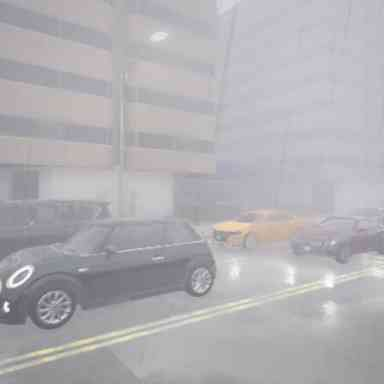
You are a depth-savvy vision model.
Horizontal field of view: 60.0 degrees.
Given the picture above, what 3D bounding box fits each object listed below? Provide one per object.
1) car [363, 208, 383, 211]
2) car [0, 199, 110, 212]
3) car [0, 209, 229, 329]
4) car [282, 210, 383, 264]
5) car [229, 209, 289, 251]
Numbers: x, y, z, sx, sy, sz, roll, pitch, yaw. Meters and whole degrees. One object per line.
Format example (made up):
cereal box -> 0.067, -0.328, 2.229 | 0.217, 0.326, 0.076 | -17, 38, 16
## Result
car -> 11.540, 1.706, 20.801 | 5.357, 1.411, 2.033 | 1, 0, -36
car -> -4.775, 1.231, 9.182 | 5.566, 2.045, 2.150 | 1, 0, -36
car -> -1.691, 1.371, 7.084 | 4.553, 1.767, 2.097 | 0, 0, -35
car -> 5.668, 1.612, 12.327 | 4.674, 1.442, 1.812 | 1, 0, -36
car -> 3.121, 1.559, 14.812 | 5.008, 1.535, 1.882 | 1, 0, -36
